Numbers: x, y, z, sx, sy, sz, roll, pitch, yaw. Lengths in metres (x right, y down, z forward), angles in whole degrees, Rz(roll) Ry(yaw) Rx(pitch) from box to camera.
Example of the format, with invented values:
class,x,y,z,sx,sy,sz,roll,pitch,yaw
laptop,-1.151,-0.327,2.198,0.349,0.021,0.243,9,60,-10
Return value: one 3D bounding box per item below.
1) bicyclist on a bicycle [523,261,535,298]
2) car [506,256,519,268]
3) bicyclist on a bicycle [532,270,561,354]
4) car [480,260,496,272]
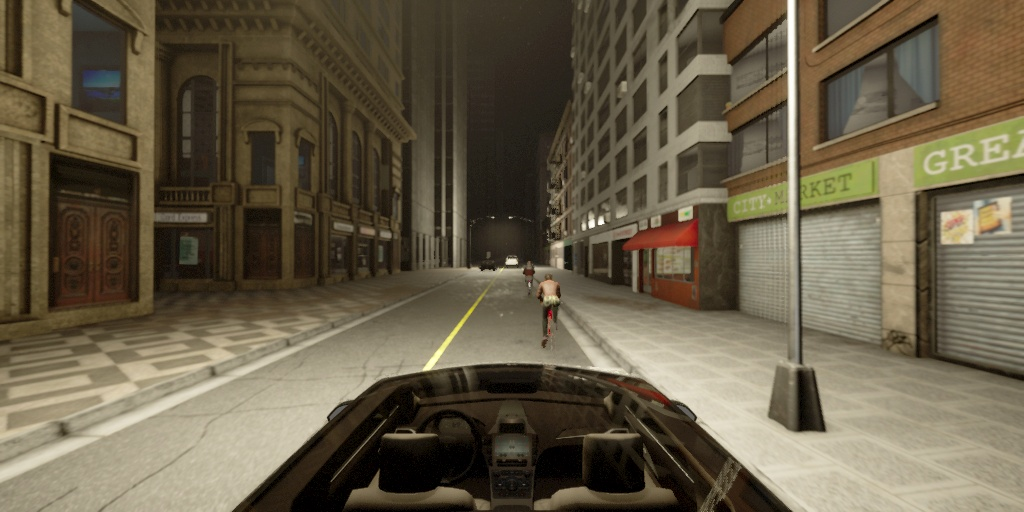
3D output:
class,x,y,z,sx,sy,sz,roll,pitch,yaw
bicyclist on a bicycle,0.825,1.123,17.471,0.659,1.776,1.843,0,0,0
car,0.081,1.005,63.705,2.150,2.045,5.566,0,-1,2
bicyclist on a bicycle,0.825,1.203,7.871,0.582,1.620,1.656,0,0,0
car,-3.099,1.251,46.771,1.882,1.535,5.008,0,0,0
